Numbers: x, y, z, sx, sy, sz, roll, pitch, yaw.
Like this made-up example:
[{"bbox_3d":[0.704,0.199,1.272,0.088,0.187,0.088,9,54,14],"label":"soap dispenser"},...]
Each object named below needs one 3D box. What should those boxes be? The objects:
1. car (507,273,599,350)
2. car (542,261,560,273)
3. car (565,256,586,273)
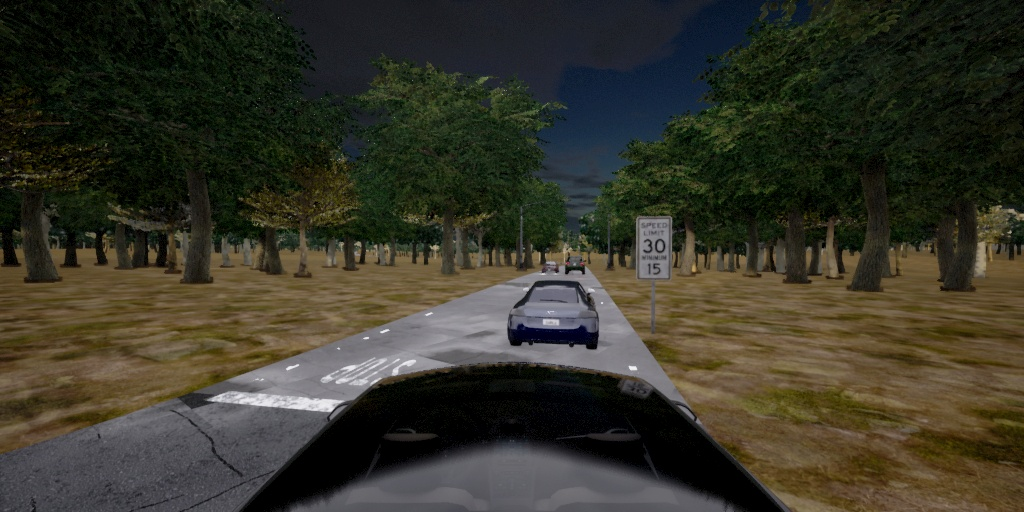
[{"bbox_3d":[1.164,1.307,9.215,1.994,1.385,4.181,0,0,11],"label":"car"},{"bbox_3d":[4.802,1.358,44.377,1.812,1.442,4.674,0,0,11],"label":"car"},{"bbox_3d":[7.244,1.033,40.964,2.150,2.045,5.566,0,0,12],"label":"car"}]
